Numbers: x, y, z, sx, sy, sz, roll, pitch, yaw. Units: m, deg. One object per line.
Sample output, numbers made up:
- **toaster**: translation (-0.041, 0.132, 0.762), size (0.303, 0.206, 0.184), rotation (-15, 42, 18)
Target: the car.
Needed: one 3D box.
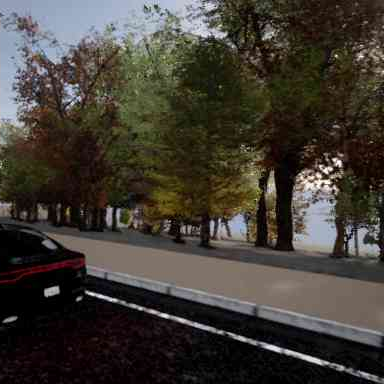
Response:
- **car**: translation (-4.214, 1.368, 6.663), size (5.008, 1.535, 1.882), rotation (1, 1, 35)
